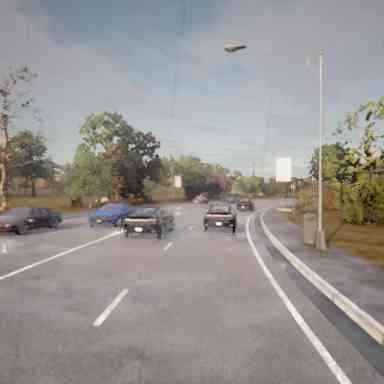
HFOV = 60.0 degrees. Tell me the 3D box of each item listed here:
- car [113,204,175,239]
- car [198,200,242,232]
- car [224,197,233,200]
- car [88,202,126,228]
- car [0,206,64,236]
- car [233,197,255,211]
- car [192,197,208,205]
[{"bbox_3d":[-2.126,1.492,17.505,2.128,1.511,4.902,0,0,7],"label":"car"},{"bbox_3d":[1.809,1.509,20.446,2.128,1.511,4.902,0,0,8],"label":"car"},{"bbox_3d":[7.098,1.613,62.366,1.994,1.385,4.181,0,0,25],"label":"car"},{"bbox_3d":[-5.165,1.468,22.326,1.882,1.535,5.008,0,0,9],"label":"car"},{"bbox_3d":[-9.273,1.522,18.662,2.033,1.411,5.357,0,0,7],"label":"car"},{"bbox_3d":[6.811,1.552,41.899,1.837,1.490,4.892,0,0,17],"label":"car"},{"bbox_3d":[1.527,1.543,58.429,1.812,1.442,4.674,0,0,23],"label":"car"}]
